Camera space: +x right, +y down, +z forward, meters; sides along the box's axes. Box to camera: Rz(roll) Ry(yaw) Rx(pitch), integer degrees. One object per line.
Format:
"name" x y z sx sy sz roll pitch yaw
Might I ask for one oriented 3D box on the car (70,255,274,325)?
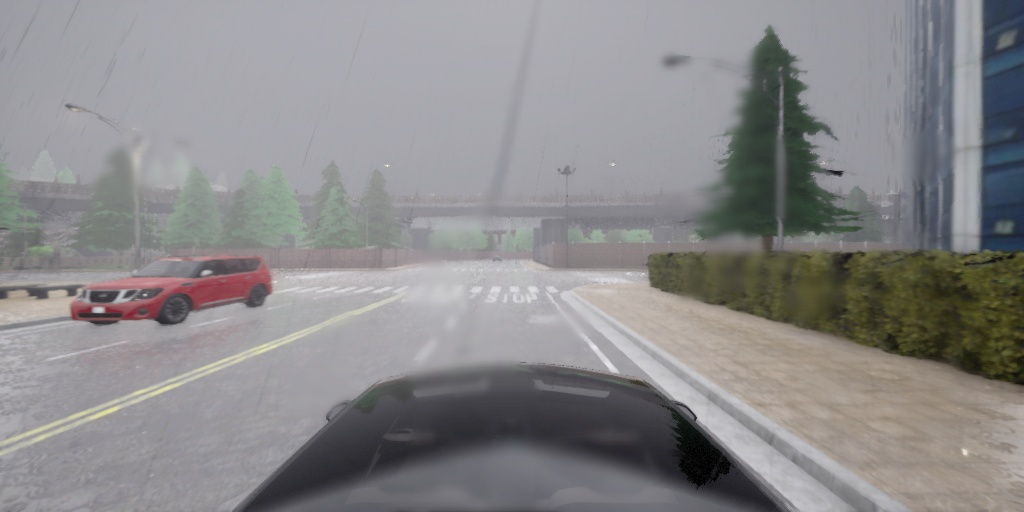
"car" -10.499 0.994 11.865 2.150 2.045 5.566 0 0 0
